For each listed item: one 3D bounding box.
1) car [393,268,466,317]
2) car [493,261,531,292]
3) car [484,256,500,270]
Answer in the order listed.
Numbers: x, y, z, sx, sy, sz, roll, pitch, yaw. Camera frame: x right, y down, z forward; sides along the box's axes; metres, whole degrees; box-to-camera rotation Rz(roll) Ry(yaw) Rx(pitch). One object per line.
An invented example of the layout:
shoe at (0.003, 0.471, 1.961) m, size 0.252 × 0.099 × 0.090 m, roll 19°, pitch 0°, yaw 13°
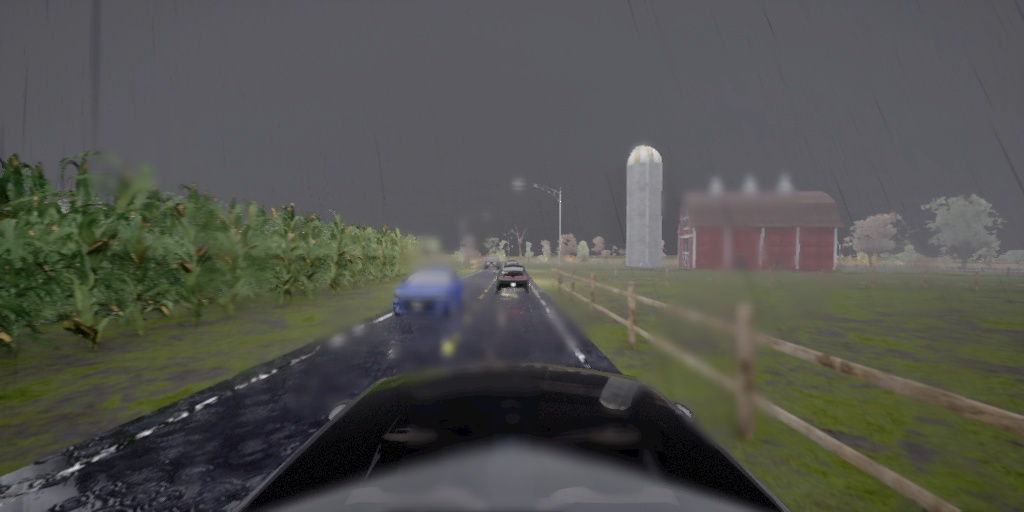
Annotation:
car at (-2.866, 1.227, 13.360) m, size 1.882 × 1.535 × 5.008 m, roll 0°, pitch 0°, yaw 0°
car at (0.062, 1.254, 21.129) m, size 1.837 × 1.490 × 4.892 m, roll 0°, pitch 0°, yaw 0°
car at (-2.950, 0.993, 54.017) m, size 2.150 × 2.045 × 5.566 m, roll 0°, pitch 0°, yaw 0°
